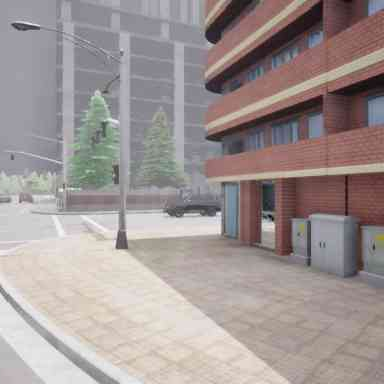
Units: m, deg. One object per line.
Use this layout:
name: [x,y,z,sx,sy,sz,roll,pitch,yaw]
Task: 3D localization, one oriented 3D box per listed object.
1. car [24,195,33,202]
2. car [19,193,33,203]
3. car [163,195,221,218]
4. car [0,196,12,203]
car: [-38.892,1.524,79.102,1.812,1.442,4.674,0,0,-23]
car: [-34.743,1.225,69.363,2.150,2.045,5.566,0,0,-23]
car: [0.088,1.277,31.288,5.566,2.045,2.150,0,0,-23]
car: [-37.692,1.525,67.358,2.128,1.511,4.902,0,0,-23]
